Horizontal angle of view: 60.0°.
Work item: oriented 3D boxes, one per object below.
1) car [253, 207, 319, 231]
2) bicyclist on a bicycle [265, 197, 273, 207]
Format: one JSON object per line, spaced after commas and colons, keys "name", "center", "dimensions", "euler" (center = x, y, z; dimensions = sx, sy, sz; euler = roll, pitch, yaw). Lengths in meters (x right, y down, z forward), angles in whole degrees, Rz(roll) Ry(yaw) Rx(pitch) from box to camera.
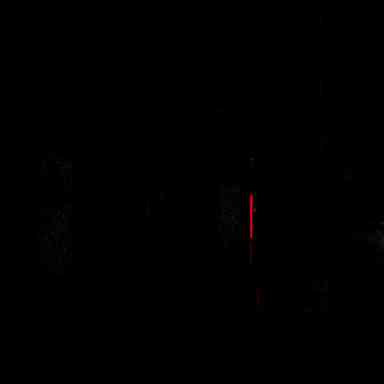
{"name": "car", "center": [5.339, 1.596, 20.660], "dimensions": [1.895, 1.301, 4.718], "euler": [0, 0, -38]}
{"name": "bicyclist on a bicycle", "center": [7.383, 1.343, 32.117], "dimensions": [1.656, 1.620, 0.582], "euler": [0, 0, -36]}
